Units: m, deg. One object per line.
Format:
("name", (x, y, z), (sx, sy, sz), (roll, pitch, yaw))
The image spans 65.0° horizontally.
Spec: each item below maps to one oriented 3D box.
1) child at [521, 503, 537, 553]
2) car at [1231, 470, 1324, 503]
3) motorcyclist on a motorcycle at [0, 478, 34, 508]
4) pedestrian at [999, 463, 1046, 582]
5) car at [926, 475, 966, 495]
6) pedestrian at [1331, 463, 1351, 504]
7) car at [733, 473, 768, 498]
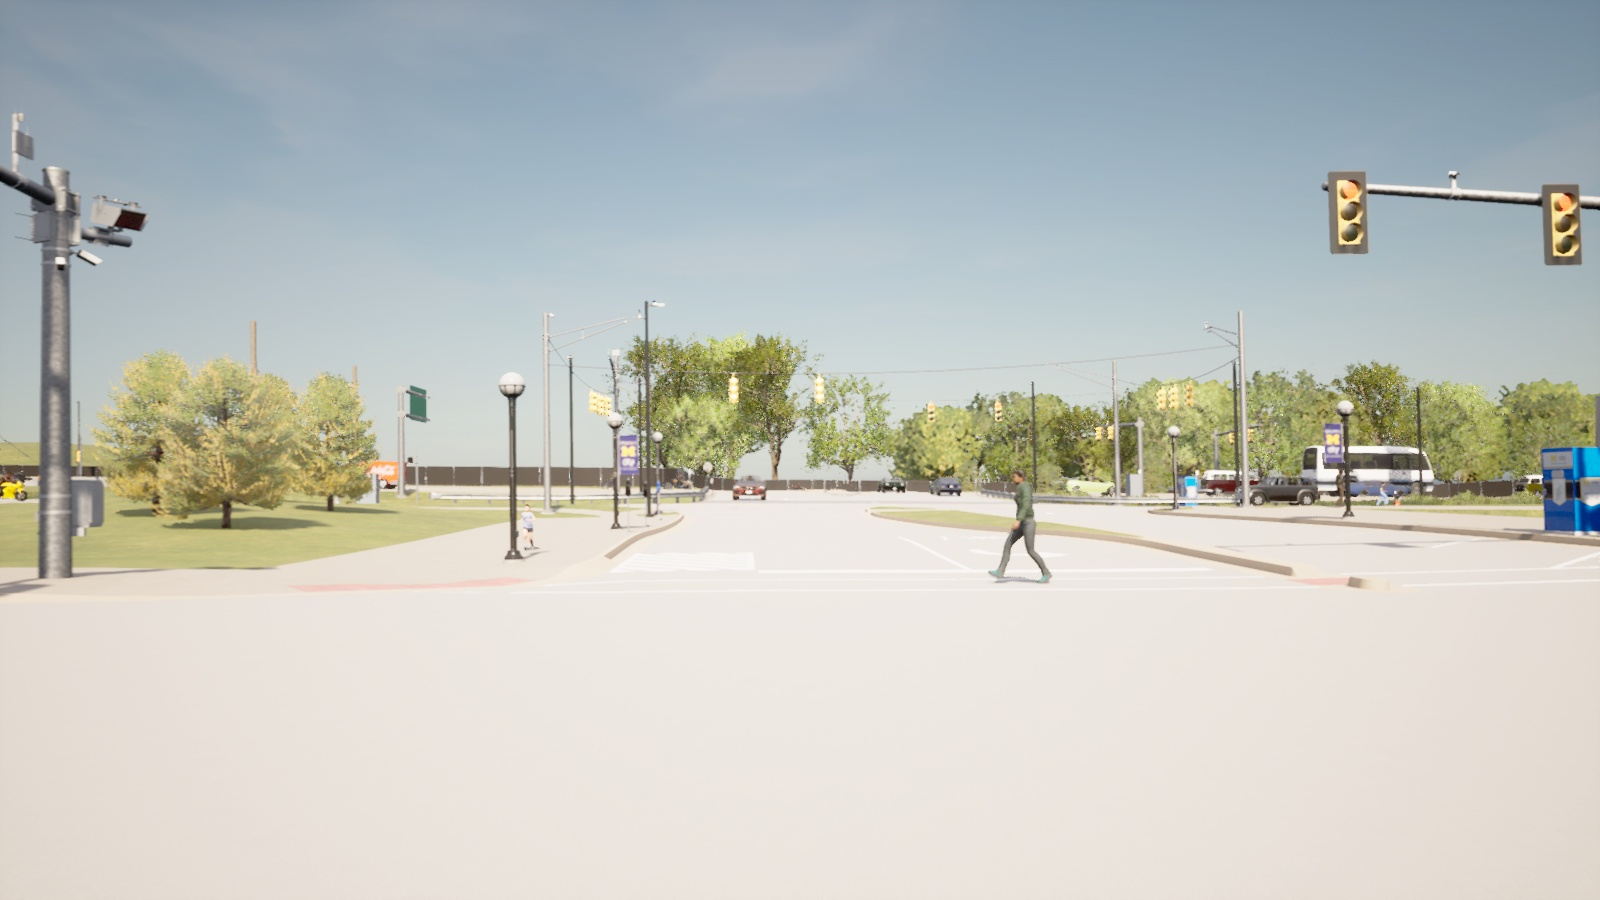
("child", (-6.169, 1.771, 28.592), (0.255, 1.110, 0.394), (-1, -2, -2))
("car", (27.796, 2.150, 73.165), (4.605, 1.855, 1.932), (0, -2, -2))
("motorcyclist on a motorcycle", (-39.848, 2.152, 63.221), (2.044, 1.523, 0.797), (0, -2, 0))
("pedestrian", (3.519, 1.139, 19.863), (0.614, 1.847, 0.353), (-1, -2, -1))
("car", (11.222, 2.703, 96.854), (2.033, 1.411, 5.357), (0, 0, -4))
("pedestrian", (25.766, 1.584, 59.812), (0.692, 1.930, 0.395), (-1, -2, -3))
("car", (-3.249, 2.334, 82.807), (2.152, 1.651, 5.027), (0, -1, 0))
